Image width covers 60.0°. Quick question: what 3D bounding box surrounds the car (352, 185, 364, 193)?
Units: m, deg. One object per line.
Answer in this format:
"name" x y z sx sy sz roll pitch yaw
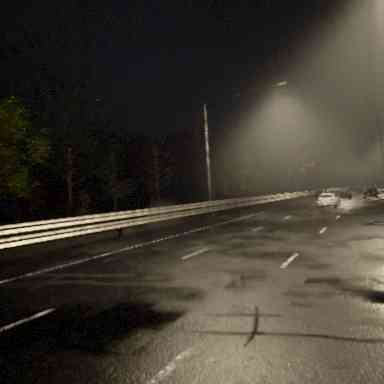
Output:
"car" 40.401 -0.485 81.534 1.882 1.535 5.008 -3 0 29

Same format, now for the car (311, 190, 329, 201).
"car" 20.068 0.529 52.006 1.837 1.490 4.892 -3 0 29

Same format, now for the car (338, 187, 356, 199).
"car" 23.088 0.398 50.239 2.033 1.411 5.357 -3 0 29

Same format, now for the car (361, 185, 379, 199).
"car" 26.119 0.185 48.508 1.837 1.490 4.892 -3 0 29

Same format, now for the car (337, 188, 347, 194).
"car" 38.347 -0.241 85.028 1.895 1.301 4.718 -3 0 29

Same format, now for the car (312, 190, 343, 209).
"car" 13.516 0.840 32.945 1.812 1.442 4.674 -3 0 29
